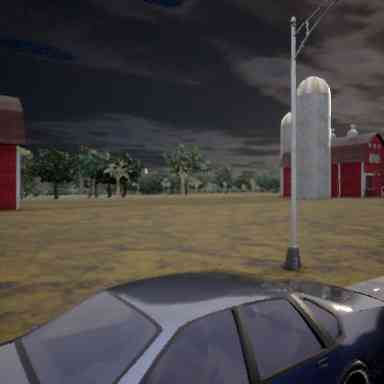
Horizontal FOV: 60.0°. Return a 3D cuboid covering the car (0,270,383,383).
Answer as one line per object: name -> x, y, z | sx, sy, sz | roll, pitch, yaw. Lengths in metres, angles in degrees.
car -> -0.114, 1.546, 2.992 | 5.357, 1.411, 2.033 | 0, 0, -36
